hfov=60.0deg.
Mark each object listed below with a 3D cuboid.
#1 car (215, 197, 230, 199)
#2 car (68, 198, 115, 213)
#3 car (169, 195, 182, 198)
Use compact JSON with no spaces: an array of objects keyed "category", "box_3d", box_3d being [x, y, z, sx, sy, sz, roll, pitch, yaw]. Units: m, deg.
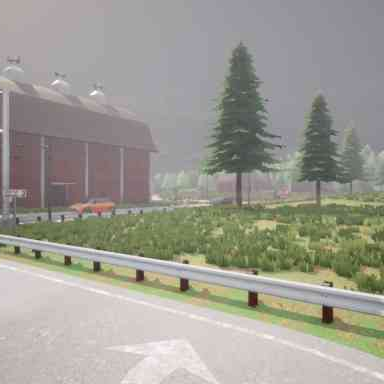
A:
[{"category":"car","box_3d":[4.507,1.534,51.359,1.837,1.490,4.892,0,-1,37]},{"category":"car","box_3d":[-9.656,1.379,32.302,2.097,1.767,4.553,0,0,37]},{"category":"car","box_3d":[-4.305,1.532,85.492,1.816,1.474,4.193,0,0,36]}]
